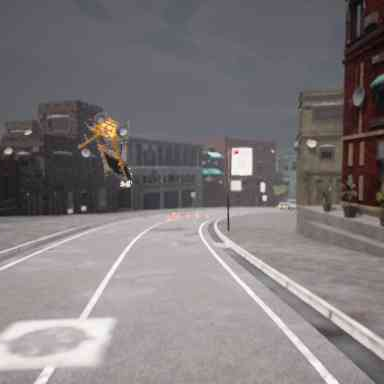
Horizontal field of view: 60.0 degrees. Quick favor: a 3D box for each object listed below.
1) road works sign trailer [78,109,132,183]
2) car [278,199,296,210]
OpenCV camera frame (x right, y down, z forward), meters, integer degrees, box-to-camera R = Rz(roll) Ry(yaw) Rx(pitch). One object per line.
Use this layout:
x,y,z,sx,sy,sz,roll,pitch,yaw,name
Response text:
-4.799,-2.214,18.884,2.380,3.560,2.880,28,56,33,road works sign trailer
19.439,2.507,65.439,5.566,2.045,2.150,2,2,-34,car
